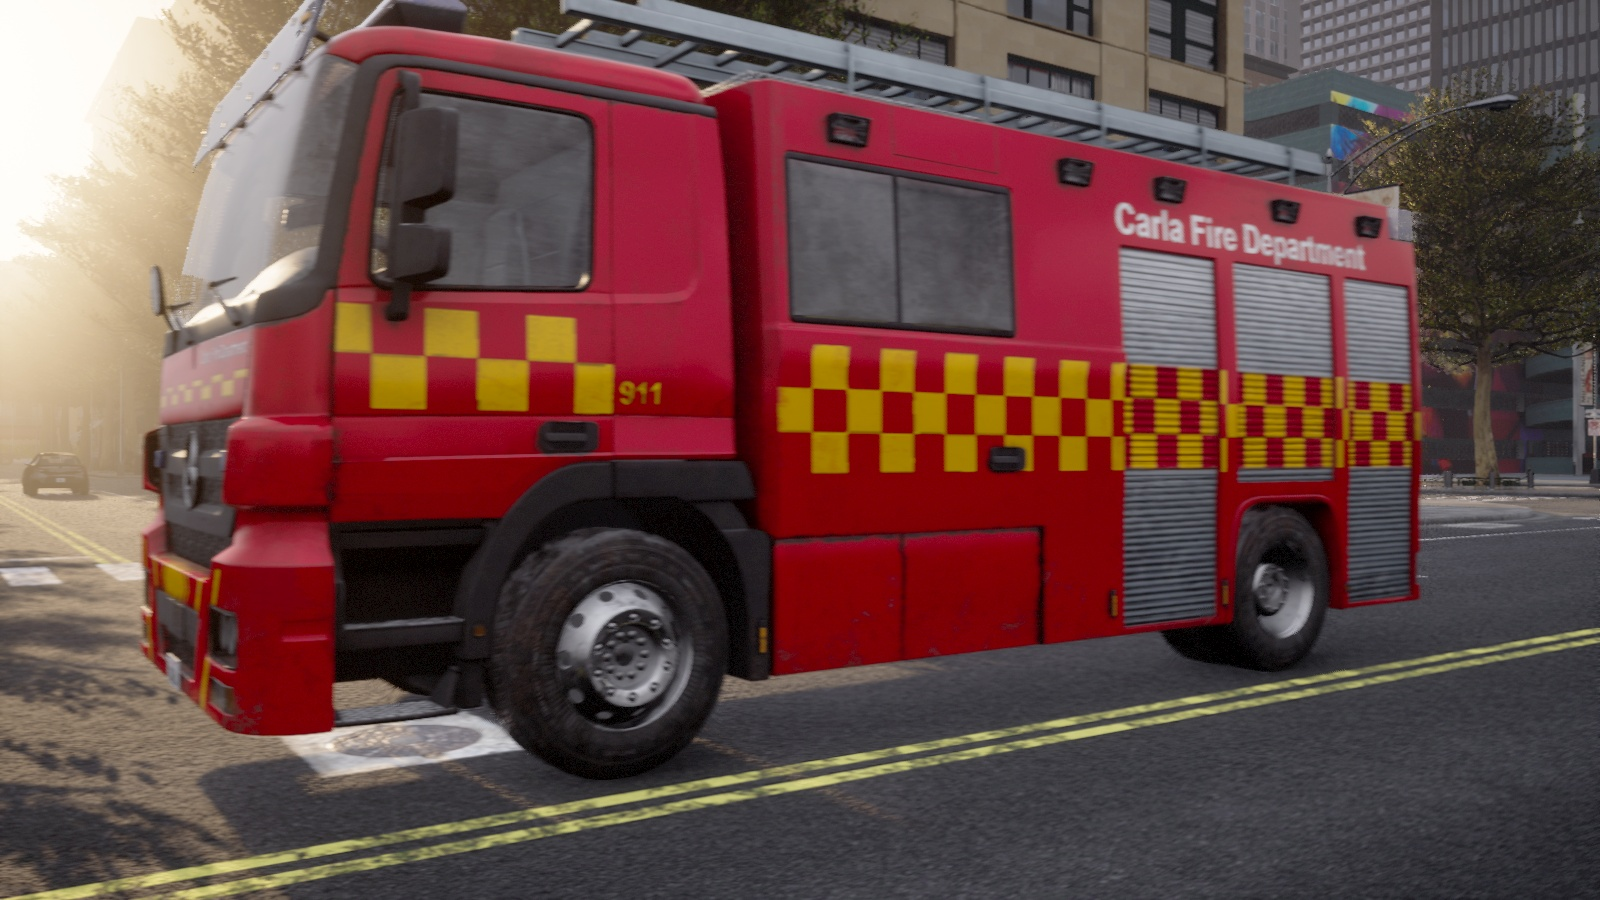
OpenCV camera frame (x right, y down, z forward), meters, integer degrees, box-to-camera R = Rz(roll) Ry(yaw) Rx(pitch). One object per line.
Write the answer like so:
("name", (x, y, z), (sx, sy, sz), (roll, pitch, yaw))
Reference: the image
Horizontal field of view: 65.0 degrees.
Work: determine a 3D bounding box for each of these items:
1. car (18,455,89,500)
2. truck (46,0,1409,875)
("car", (-25.891, 0.920, 43.498), (1.816, 1.474, 4.193), (0, 0, -35))
("truck", (0.200, -0.400, 8.067), (8.468, 3.827, 2.891), (0, 0, -35))
